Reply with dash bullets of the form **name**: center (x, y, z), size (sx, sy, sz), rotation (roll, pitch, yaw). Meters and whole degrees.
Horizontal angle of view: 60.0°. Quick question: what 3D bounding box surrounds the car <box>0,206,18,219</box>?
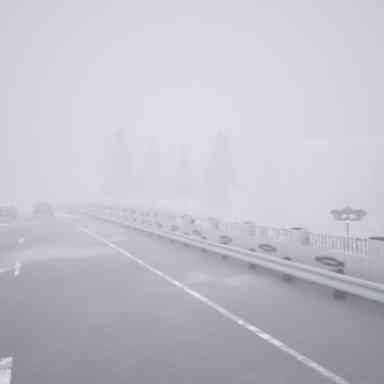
- **car**: center (-19.578, 2.140, 35.215), size (2.033, 1.411, 5.357), rotation (-1, -1, -26)

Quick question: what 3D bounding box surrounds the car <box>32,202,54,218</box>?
- **car**: center (-17.058, 1.909, 37.991), size (2.097, 1.767, 4.553), rotation (-1, -1, -26)
